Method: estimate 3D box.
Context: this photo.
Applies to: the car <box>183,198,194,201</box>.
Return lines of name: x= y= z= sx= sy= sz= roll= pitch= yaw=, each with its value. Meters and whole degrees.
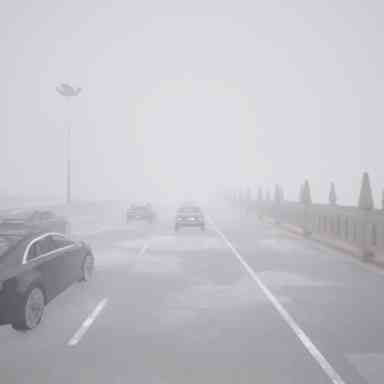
car: x=-0.439 y=1.527 z=42.494 sx=1.812 sy=1.442 sz=4.674 roll=0 pitch=0 yaw=-1

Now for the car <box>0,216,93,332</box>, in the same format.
car: x=-3.471 y=1.494 z=6.797 sx=2.128 sy=1.511 sz=4.902 roll=0 pitch=0 yaw=-1

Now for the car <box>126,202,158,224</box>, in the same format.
car: x=-3.700 y=1.495 z=24.942 sx=2.128 sy=1.511 sz=4.902 roll=0 pitch=0 yaw=-1

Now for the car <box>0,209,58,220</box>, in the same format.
car: x=-7.067 y=1.511 z=14.965 sx=1.837 sy=1.490 sz=4.892 roll=0 pitch=0 yaw=-1

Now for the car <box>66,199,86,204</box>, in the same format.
car: x=-14.578 y=1.577 z=42.234 sx=1.994 sy=1.385 sz=4.181 roll=0 pitch=0 yaw=0

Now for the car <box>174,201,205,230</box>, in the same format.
car: x=-0.144 y=1.548 z=20.955 sx=2.033 sy=1.411 sz=5.357 roll=0 pitch=0 yaw=-1
